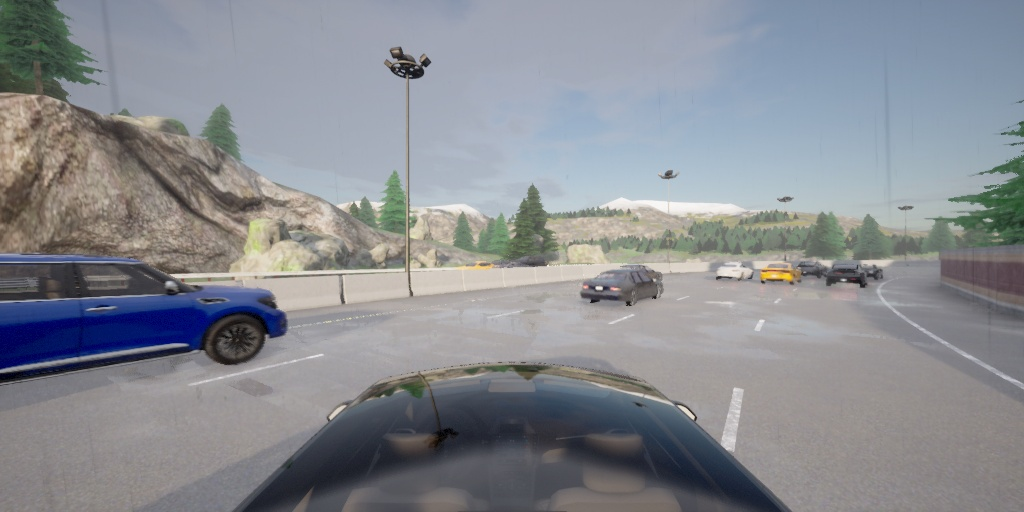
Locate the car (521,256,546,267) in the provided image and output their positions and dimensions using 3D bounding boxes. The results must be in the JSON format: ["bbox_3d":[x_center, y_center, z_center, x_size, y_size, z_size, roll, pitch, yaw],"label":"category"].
[{"bbox_3d":[2.235,0.974,48.494,5.566,2.045,2.150,0,0,-42],"label":"car"}]

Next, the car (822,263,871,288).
[{"bbox_3d":[22.498,1.255,24.059,4.892,1.490,1.837,0,0,-43],"label":"car"}]

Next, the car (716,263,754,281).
[{"bbox_3d":[18.677,1.276,30.083,4.674,1.442,1.812,0,0,-43],"label":"car"}]

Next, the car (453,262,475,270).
[{"bbox_3d":[-3.216,1.227,33.215,1.882,1.535,5.008,0,0,43],"label":"car"}]

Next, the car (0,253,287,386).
[{"bbox_3d":[-6.837,0.972,5.660,2.150,2.045,5.566,0,0,33],"label":"car"}]

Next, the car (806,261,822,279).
[{"bbox_3d":[27.742,1.241,33.176,4.902,1.511,2.128,0,0,-39],"label":"car"}]

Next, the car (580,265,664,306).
[{"bbox_3d":[4.979,1.297,15.795,2.033,1.411,5.357,0,0,40],"label":"car"}]

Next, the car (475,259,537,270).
[{"bbox_3d":[-0.451,1.241,31.049,2.128,1.511,4.902,0,0,43],"label":"car"}]

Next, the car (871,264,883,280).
[{"bbox_3d":[30.447,1.351,30.880,4.718,1.301,1.895,0,0,-39],"label":"car"}]

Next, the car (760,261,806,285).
[{"bbox_3d":[19.790,1.228,26.313,5.008,1.535,1.882,0,0,-44],"label":"car"}]
